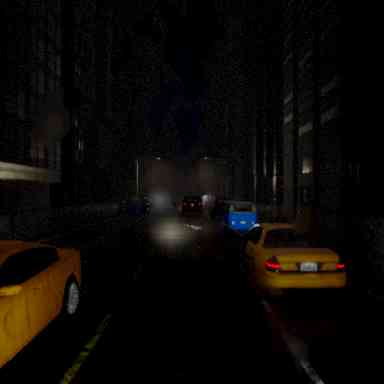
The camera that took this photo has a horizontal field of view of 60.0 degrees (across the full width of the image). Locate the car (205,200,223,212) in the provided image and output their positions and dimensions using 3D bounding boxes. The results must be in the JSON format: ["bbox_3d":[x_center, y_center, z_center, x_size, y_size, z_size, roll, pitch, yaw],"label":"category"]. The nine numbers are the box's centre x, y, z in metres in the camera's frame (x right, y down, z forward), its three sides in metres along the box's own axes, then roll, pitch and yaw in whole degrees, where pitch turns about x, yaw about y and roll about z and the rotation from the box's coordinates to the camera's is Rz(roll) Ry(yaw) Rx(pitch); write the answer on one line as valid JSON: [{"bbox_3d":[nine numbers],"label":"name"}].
[{"bbox_3d":[2.728,1.687,42.136,1.887,1.381,4.507,0,0,0],"label":"car"}]

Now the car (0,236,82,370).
[{"bbox_3d":[-3.104,1.493,4.620,1.882,1.535,5.008,0,0,0],"label":"car"}]

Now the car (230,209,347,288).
[{"bbox_3d":[2.342,1.487,9.233,1.801,1.575,5.366,0,0,0],"label":"car"}]

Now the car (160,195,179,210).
[{"bbox_3d":[-3.039,1.556,46.940,1.882,1.535,5.008,0,0,0],"label":"car"}]

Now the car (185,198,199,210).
[{"bbox_3d":[-0.015,1.662,46.396,1.837,1.490,4.892,0,0,1],"label":"car"}]

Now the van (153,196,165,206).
[{"bbox_3d":[-5.811,1.543,58.948,1.690,1.788,3.998,0,0,0],"label":"van"}]

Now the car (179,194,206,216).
[{"bbox_3d":[0.035,1.340,34.678,2.150,2.045,5.566,0,0,0],"label":"car"}]

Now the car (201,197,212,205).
[{"bbox_3d":[2.710,1.766,64.572,1.887,1.381,4.507,0,0,0],"label":"car"}]

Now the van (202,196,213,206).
[{"bbox_3d":[2.714,1.543,58.964,1.690,1.788,3.998,0,0,0],"label":"van"}]

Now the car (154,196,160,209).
[{"bbox_3d":[-5.802,1.713,47.728,2.008,1.369,4.403,0,0,0],"label":"car"}]

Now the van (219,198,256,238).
[{"bbox_3d":[2.746,1.406,19.700,1.690,1.788,3.998,0,0,0],"label":"van"}]

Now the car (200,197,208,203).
[{"bbox_3d":[2.700,1.788,75.961,1.752,1.417,4.829,0,0,0],"label":"car"}]

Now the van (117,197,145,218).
[{"bbox_3d":[-5.788,1.445,30.901,1.690,1.788,3.998,0,0,0],"label":"van"}]

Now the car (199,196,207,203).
[{"bbox_3d":[2.695,1.809,81.570,1.752,1.417,4.829,0,0,0],"label":"car"}]

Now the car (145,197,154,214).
[{"bbox_3d":[-5.792,1.438,36.511,2.192,1.841,5.009,0,0,0],"label":"car"}]

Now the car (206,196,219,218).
[{"bbox_3d":[2.737,1.418,30.918,2.192,1.841,5.009,0,0,0],"label":"car"}]

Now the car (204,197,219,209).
[{"bbox_3d":[2.723,1.602,47.745,1.967,1.590,4.097,0,0,0],"label":"car"}]

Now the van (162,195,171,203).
[{"bbox_3d":[-5.824,1.603,75.777,1.690,1.788,3.998,0,0,0],"label":"van"}]

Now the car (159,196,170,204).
[{"bbox_3d":[-5.820,1.682,70.167,1.967,1.590,4.097,0,0,0],"label":"car"}]

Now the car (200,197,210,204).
[{"bbox_3d":[2.705,1.808,70.182,1.947,1.339,4.313,0,0,0],"label":"car"}]
